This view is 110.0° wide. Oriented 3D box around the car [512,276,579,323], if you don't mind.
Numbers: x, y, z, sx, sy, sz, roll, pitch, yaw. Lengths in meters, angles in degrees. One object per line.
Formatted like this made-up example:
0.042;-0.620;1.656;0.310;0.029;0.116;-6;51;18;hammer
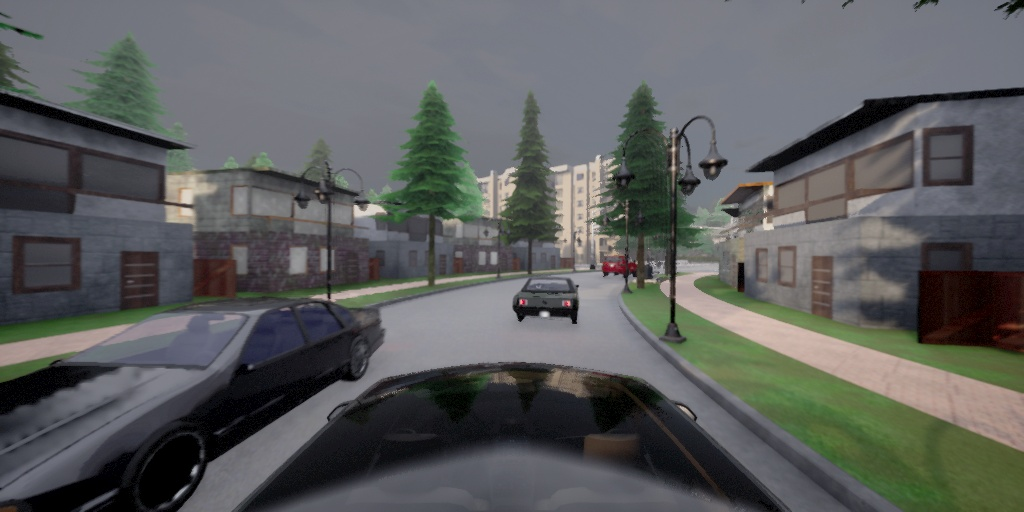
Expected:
1.332;1.334;12.199;1.895;1.301;4.718;0;0;11;car

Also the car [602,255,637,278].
10.396;0.966;34.315;2.150;2.045;5.566;0;0;33;car

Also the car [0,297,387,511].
-3.376;1.268;4.435;2.033;1.411;5.357;0;0;3;car

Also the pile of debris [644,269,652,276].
16.098;1.942;42.067;1.500;0.140;1.860;0;0;42;pile of debris
